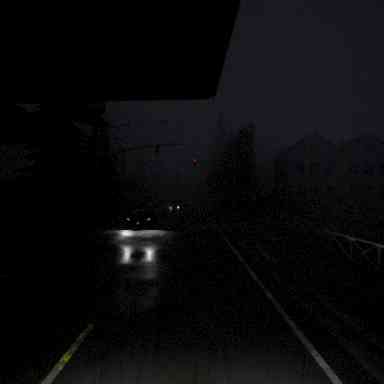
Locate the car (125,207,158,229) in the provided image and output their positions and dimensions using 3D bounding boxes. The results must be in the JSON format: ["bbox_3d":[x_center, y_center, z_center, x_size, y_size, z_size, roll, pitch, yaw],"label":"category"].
[{"bbox_3d":[-3.524,1.800,24.014,1.812,1.442,4.674,0,-1,0],"label":"car"}]

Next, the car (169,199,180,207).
[{"bbox_3d":[-3.505,2.273,68.130,1.837,1.490,4.892,0,0,0],"label":"car"}]
